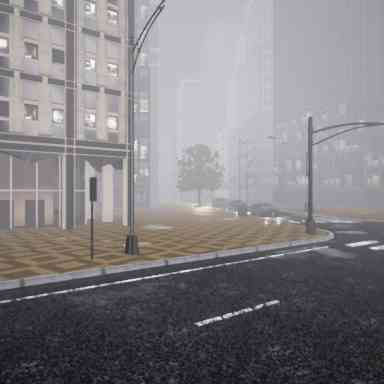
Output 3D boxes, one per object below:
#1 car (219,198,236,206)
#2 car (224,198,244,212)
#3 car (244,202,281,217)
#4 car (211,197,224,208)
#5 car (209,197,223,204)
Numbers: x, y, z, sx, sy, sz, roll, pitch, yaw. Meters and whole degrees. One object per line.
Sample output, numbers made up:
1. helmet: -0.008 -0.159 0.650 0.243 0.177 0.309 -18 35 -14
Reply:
1. car: 6.718 1.911 63.297 2.128 1.511 4.902 0 0 -7
2. car: 6.088 1.746 44.325 1.882 1.535 5.008 0 0 -8
3. car: 7.380 1.739 34.413 2.033 1.411 5.357 0 0 -7
4. car: 4.763 1.702 54.444 2.097 1.767 4.553 0 0 -7
5. car: 5.363 1.930 73.625 2.128 1.511 4.902 0 -1 -7
